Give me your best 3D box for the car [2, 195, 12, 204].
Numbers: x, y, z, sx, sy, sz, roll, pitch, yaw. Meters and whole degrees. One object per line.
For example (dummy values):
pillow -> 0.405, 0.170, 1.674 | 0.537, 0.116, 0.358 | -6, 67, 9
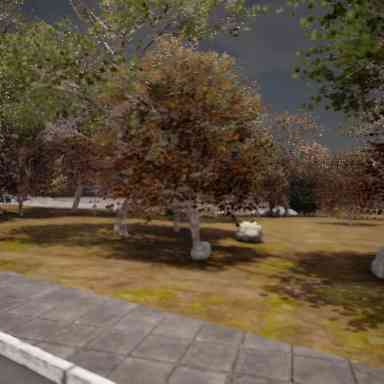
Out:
car -> -21.267, 0.321, 34.720 | 2.097, 1.767, 4.553 | 3, -2, 31

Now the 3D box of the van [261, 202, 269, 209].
van -> 18.155, 3.612, 90.436 | 4.442, 1.987, 1.878 | 3, 0, -44
